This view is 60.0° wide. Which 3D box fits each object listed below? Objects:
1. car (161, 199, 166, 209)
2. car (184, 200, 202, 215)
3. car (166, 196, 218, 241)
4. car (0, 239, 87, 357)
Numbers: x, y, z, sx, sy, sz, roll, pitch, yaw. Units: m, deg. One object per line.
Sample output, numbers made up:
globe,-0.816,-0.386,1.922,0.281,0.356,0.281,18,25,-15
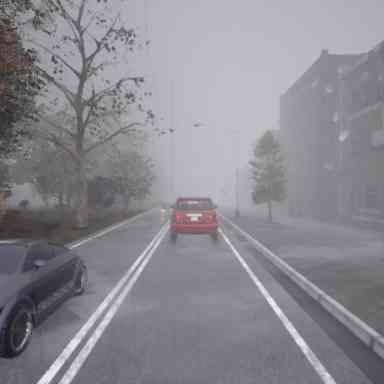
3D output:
car,-3.387,1.692,48.463,1.812,1.442,4.674,0,-1,0
car,0.074,1.568,34.967,1.812,1.442,4.674,0,0,0
car,0.100,1.221,16.735,2.150,2.045,5.566,0,0,0
car,-3.349,1.564,5.853,1.994,1.385,4.181,0,0,0
